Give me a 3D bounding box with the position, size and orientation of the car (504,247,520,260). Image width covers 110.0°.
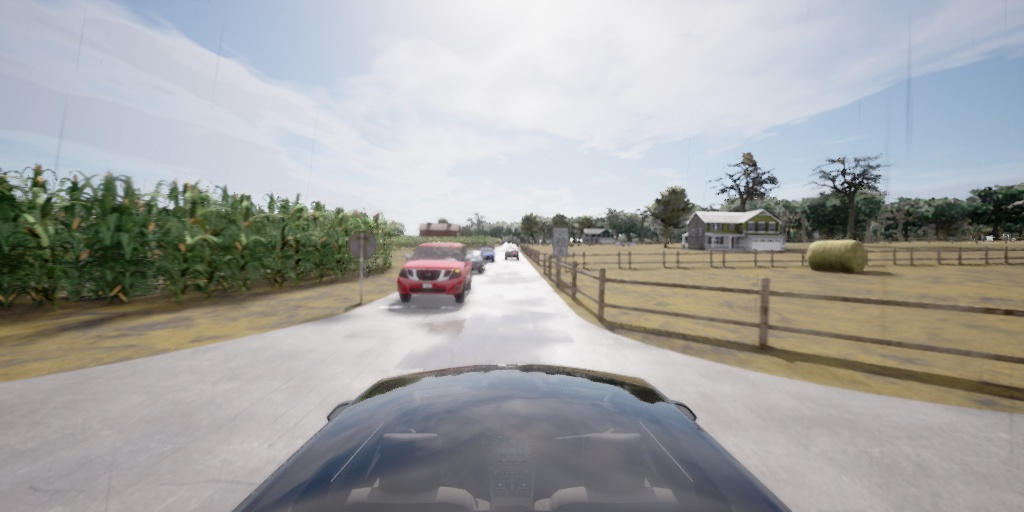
[{"bbox_3d":[-0.006,-0.327,46.237,2.128,1.511,4.902,1,2,0],"label":"car"}]

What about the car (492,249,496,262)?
[{"bbox_3d":[-2.834,-0.169,39.767,1.882,1.535,5.008,1,2,0],"label":"car"}]

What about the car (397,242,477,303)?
[{"bbox_3d":[-2.739,0.485,13.951,2.150,2.045,5.566,1,2,-2],"label":"car"}]

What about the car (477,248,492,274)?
[{"bbox_3d":[-2.841,0.363,25.185,2.128,1.511,4.902,1,2,0],"label":"car"}]
